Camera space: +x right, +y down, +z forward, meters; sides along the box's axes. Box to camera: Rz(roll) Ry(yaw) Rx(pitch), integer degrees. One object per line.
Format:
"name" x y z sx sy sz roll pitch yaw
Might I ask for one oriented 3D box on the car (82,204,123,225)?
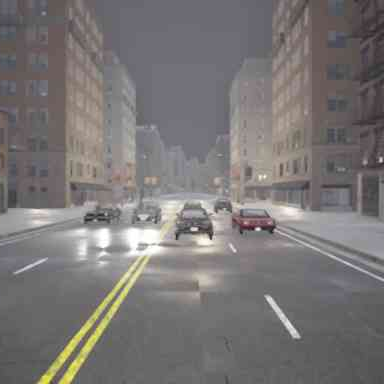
"car" -6.505 1.598 24.568 1.895 1.301 4.718 0 0 0

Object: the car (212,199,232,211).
"car" 3.344 1.489 36.595 1.837 1.490 4.892 0 0 0

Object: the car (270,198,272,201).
"car" 18.903 1.387 71.966 4.097 1.590 1.967 0 0 0

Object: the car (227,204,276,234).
"car" 3.348 1.592 19.063 1.895 1.301 4.718 0 0 0

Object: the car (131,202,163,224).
"car" -3.255 1.517 24.598 2.128 1.511 4.902 0 0 0

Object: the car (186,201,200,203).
"car" 0.095 1.586 34.947 1.895 1.301 4.718 0 0 0

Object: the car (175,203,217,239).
"car" 0.096 1.518 17.319 1.812 1.442 4.674 0 0 0
